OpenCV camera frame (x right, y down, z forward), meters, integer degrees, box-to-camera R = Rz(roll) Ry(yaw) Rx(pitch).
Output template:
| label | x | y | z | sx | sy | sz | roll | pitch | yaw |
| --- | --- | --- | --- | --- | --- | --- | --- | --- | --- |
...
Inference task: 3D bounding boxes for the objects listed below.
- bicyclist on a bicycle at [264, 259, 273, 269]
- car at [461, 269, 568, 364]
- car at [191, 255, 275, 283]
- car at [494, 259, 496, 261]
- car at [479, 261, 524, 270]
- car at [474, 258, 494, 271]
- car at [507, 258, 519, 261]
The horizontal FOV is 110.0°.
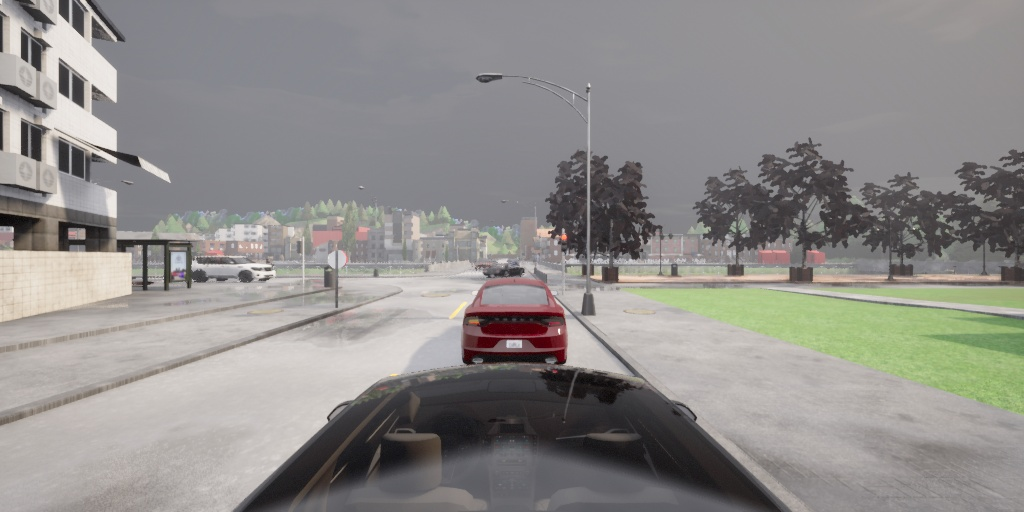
| label | x | y | z | sx | sy | sz | roll | pitch | yaw |
| --- | --- | --- | --- | --- | --- | --- | --- | --- | --- |
| bicyclist on a bicycle | -24.002 | 1.099 | 35.296 | 0.582 | 1.620 | 1.656 | 0 | 0 | 0 |
| car | 0.057 | 1.228 | 8.091 | 1.882 | 1.535 | 5.008 | 0 | 0 | 0 |
| car | -20.983 | 0.970 | 26.897 | 5.566 | 2.045 | 2.150 | 0 | 0 | 0 |
| car | -4.040 | 1.241 | 59.536 | 2.128 | 1.511 | 4.902 | 0 | 0 | 0 |
| car | -0.657 | 1.351 | 32.328 | 1.895 | 1.301 | 4.718 | 0 | 0 | 28 |
| car | -4.061 | 1.102 | 50.292 | 2.097 | 1.767 | 4.553 | 0 | 0 | 0 |
| car | 0.144 | 1.102 | 62.171 | 2.097 | 1.767 | 4.553 | 0 | 0 | 0 |
